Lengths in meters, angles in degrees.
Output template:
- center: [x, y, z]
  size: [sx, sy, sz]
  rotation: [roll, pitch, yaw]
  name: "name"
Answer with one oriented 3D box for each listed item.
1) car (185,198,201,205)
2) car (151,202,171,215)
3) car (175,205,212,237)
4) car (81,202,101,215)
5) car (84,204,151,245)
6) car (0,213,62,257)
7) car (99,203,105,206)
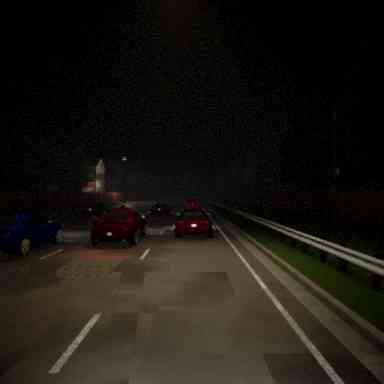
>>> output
- center: [0.096, 1.614, 43.734]
  size: [2.097, 1.767, 4.553]
  rotation: [0, 0, 0]
  name: "car"
- center: [-3.409, 1.785, 36.689]
  size: [1.994, 1.385, 4.181]
  rotation: [0, 0, 0]
  name: "car"
- center: [0.098, 1.678, 18.858]
  size: [1.994, 1.385, 4.181]
  rotation: [0, 0, 0]
  name: "car"
- center: [-10.409, 1.781, 35.949]
  size: [1.994, 1.385, 4.181]
  rotation: [0, 0, 0]
  name: "car"
- center: [-3.401, 1.575, 16.179]
  size: [1.882, 1.535, 5.008]
  rotation: [0, 0, 0]
  name: "car"
- center: [-6.901, 1.558, 13.331]
  size: [1.882, 1.535, 5.008]
  rotation: [0, 0, 0]
  name: "car"
- center: [-6.917, 1.789, 31.190]
  size: [1.895, 1.301, 4.718]
  rotation: [0, 0, 0]
  name: "car"
